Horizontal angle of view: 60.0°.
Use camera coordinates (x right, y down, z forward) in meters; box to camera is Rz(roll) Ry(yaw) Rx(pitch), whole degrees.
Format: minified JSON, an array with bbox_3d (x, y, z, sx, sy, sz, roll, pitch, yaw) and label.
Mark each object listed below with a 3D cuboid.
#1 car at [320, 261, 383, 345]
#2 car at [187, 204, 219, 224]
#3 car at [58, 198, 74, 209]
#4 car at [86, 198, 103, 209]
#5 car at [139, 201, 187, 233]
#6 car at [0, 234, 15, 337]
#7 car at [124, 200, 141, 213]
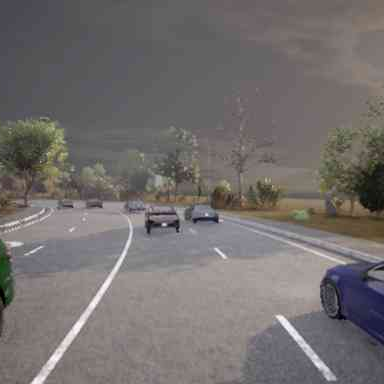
[{"bbox_3d":[3.375,1.513,4.325,1.812,1.442,4.674,0,0,-2],"label":"car"},{"bbox_3d":[0.612,1.560,25.177,1.994,1.385,4.181,0,0,-12],"label":"car"},{"bbox_3d":[-17.111,1.571,45.021,2.033,1.411,5.357,0,0,-24],"label":"car"},{"bbox_3d":[-13.350,1.568,45.220,2.033,1.411,5.357,0,0,-23],"label":"car"},{"bbox_3d":[-1.869,1.494,19.803,2.128,1.511,4.902,0,0,-10],"label":"car"},{"bbox_3d":[-3.748,1.234,2.913,2.150,2.045,5.566,0,0,-2],"label":"car"},{"bbox_3d":[-6.474,1.559,37.701,2.033,1.411,5.357,0,0,-19],"label":"car"}]
